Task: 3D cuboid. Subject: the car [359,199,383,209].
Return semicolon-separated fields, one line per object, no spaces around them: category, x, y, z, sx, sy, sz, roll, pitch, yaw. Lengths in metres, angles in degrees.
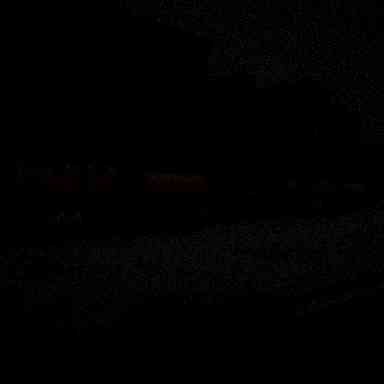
car;26.998;1.777;50.386;1.967;1.590;4.097;0;0;-36
